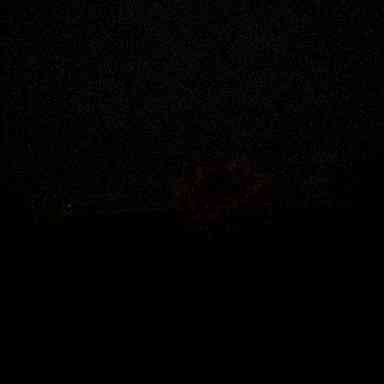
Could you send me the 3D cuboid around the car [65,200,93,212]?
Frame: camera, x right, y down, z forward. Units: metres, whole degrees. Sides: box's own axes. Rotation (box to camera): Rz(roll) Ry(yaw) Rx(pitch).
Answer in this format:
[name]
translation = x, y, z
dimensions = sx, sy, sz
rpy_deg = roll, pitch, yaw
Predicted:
[car]
translation = -16.323, 1.897, 47.074
dimensions = 2.097, 1.767, 4.553
rpy_deg = -1, -2, 36
